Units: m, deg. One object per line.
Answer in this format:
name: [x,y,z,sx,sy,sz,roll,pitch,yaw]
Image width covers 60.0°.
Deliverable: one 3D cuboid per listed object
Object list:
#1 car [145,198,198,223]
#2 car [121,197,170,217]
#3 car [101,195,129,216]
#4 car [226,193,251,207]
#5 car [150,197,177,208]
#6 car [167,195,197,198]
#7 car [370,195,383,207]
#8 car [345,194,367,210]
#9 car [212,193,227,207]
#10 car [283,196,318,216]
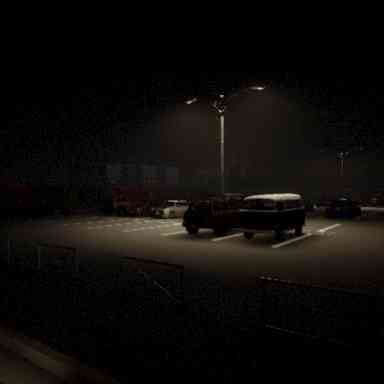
car: [-1.636,1.454,27.536,1.970,1.475,3.806,0,0,36]
car: [-3.978,1.421,29.237,1.784,1.438,3.905,0,0,36]
car: [-6.179,1.209,30.774,1.932,1.855,4.605,0,0,36]
car: [8.460,1.221,60.410,1.905,1.878,3.866,0,0,36]
car: [-4.125,1.422,47.976,1.784,1.438,3.905,0,0,36]
car: [-1.819,1.213,46.222,1.932,1.855,4.605,0,0,36]
car: [26.669,1.227,47.164,1.932,1.855,4.605,0,0,36]
car: [24.359,1.229,48.908,1.905,1.878,3.866,0,0,36]
car: [6.123,1.460,62.120,1.970,1.475,3.806,0,0,36]
car: [11.906,1.461,36.365,1.970,1.475,3.806,0,0,36]
